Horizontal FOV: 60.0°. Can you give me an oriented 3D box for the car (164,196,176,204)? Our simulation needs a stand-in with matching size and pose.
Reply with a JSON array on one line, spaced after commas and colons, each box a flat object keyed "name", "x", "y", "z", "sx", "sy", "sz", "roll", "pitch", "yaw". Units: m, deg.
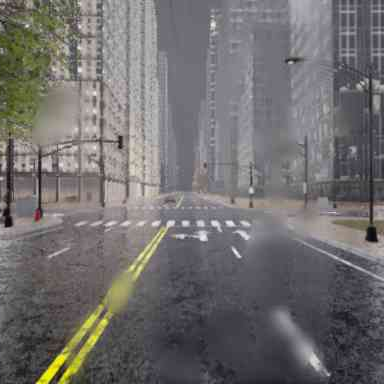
[{"name": "car", "x": -3.959, "y": 1.397, "z": 60.183, "sx": 1.994, "sy": 1.385, "sz": 4.181, "roll": 0, "pitch": 0, "yaw": -1}]
